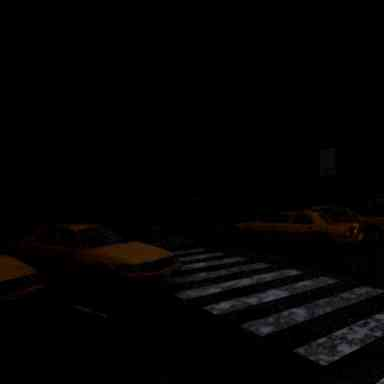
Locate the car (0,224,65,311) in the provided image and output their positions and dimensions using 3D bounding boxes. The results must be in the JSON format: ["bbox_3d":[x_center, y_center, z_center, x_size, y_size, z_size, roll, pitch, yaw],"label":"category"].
[{"bbox_3d":[-5.185,1.479,6.901,5.366,1.575,1.946,-1,-1,34],"label":"car"}]

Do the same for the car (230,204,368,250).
[{"bbox_3d":[4.243,1.444,14.150,5.366,1.575,1.946,-1,0,34],"label":"car"}]

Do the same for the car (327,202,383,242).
[{"bbox_3d":[6.817,1.405,15.825,5.008,1.535,2.097,-1,-1,34],"label":"car"}]

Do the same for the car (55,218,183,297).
[{"bbox_3d":[-2.751,1.471,8.657,5.366,1.575,1.946,-1,-1,34],"label":"car"}]

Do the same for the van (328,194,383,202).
[{"bbox_3d":[9.131,1.134,17.649,4.442,1.987,1.878,-1,0,34],"label":"van"}]
